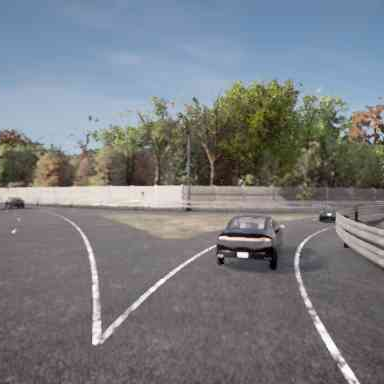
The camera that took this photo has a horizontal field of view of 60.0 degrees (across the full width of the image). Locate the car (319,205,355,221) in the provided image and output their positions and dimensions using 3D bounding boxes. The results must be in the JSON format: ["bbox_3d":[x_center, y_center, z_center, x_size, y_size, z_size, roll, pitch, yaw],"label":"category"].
[{"bbox_3d":[12.284,1.752,27.769,1.994,1.385,4.181,0,0,44],"label":"car"}]

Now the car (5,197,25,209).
[{"bbox_3d":[-24.183,1.486,45.344,1.837,1.490,4.892,1,-2,-38],"label":"car"}]

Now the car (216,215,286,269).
[{"bbox_3d":[2.145,1.549,11.564,2.128,1.511,4.902,0,0,18],"label":"car"}]
